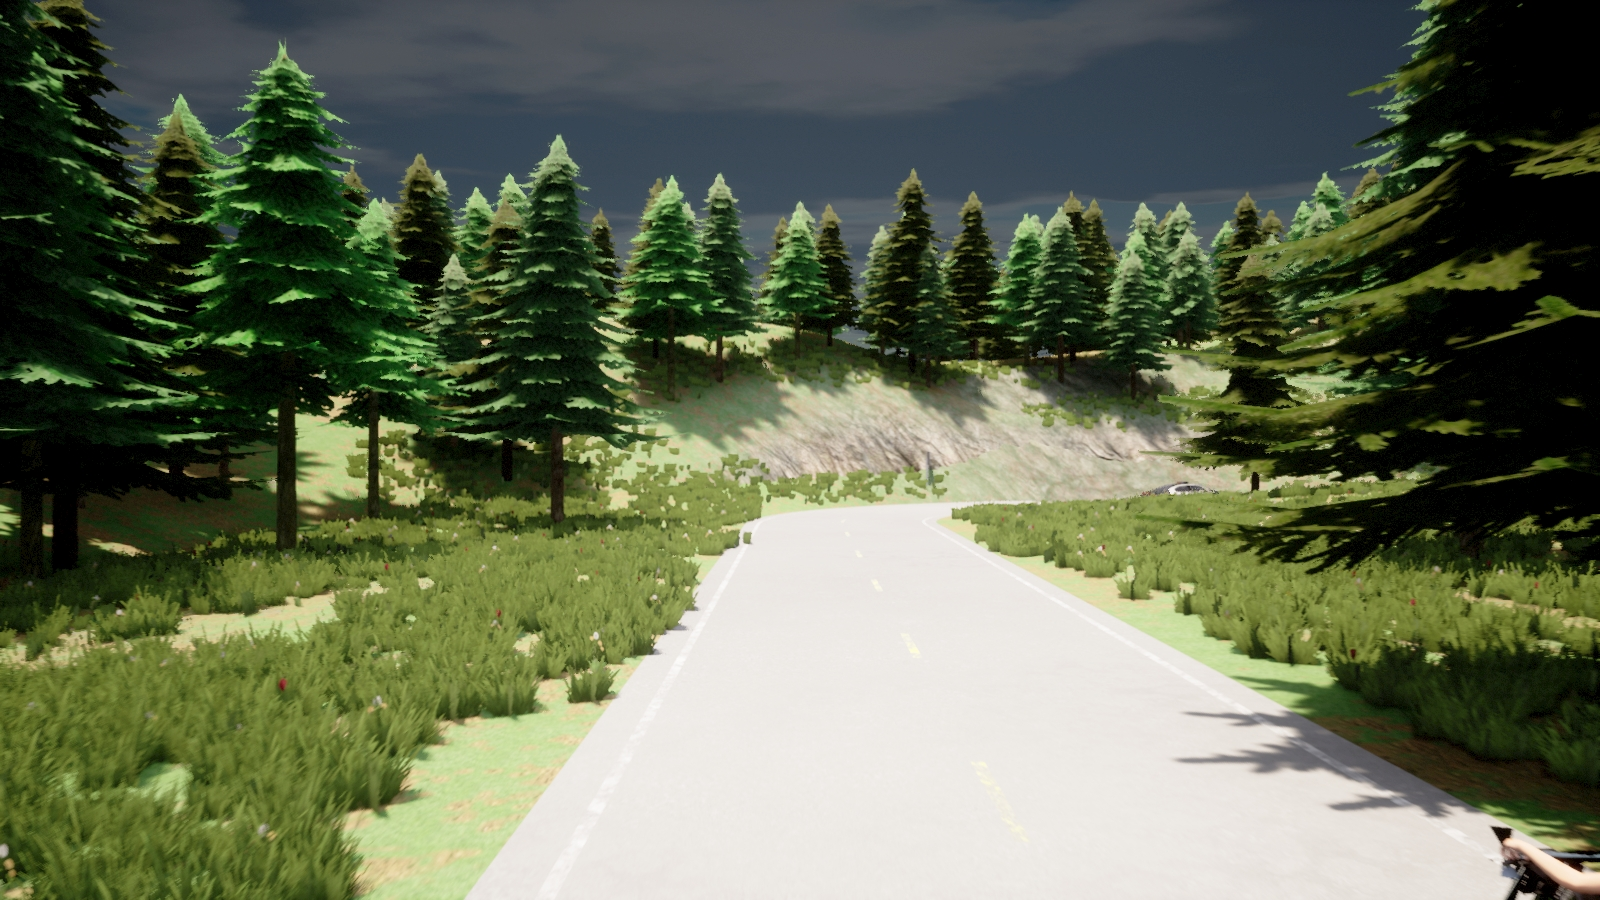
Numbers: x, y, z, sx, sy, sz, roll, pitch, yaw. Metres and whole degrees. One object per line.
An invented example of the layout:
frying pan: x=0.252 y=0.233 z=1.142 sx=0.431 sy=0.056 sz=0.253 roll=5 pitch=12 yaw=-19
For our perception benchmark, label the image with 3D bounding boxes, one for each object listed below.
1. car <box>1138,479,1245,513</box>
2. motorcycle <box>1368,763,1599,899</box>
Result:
car: x=20.779 y=2.433 z=60.741 sx=4.974 sy=1.542 sz=2.038 roll=-2 pitch=0 yaw=-8
motorcycle: x=3.179 y=2.175 z=4.451 sx=0.764 sy=1.277 sz=2.356 roll=0 pitch=0 yaw=0
